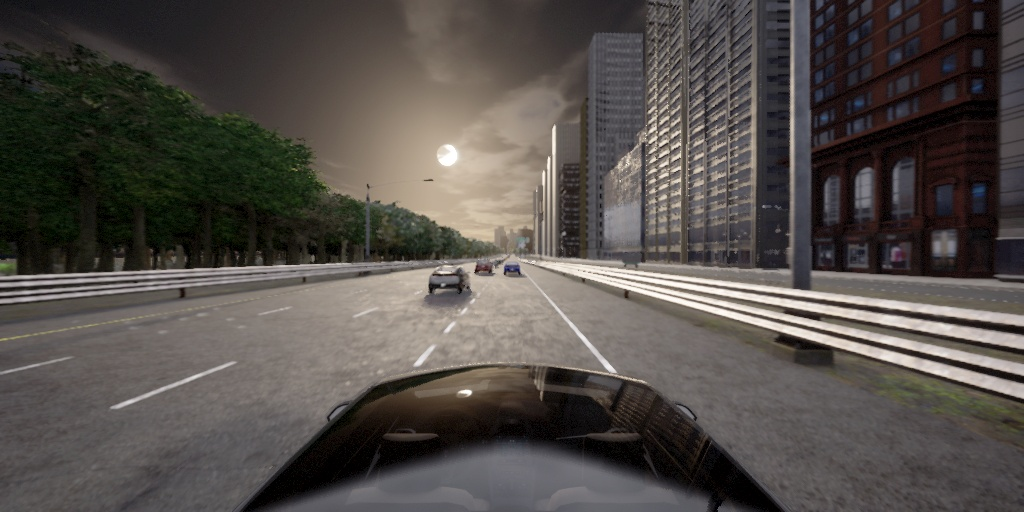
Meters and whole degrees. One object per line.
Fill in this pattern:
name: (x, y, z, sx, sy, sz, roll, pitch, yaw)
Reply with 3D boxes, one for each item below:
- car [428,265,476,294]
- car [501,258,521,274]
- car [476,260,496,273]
car: (-3.524, 1.295, 20.747, 2.128, 1.511, 4.902, 0, 0, 0)
car: (0.003, 1.371, 43.474, 1.882, 1.535, 5.008, 0, 0, 0)
car: (-3.614, 1.260, 46.674, 2.097, 1.767, 4.553, 0, 0, 0)
